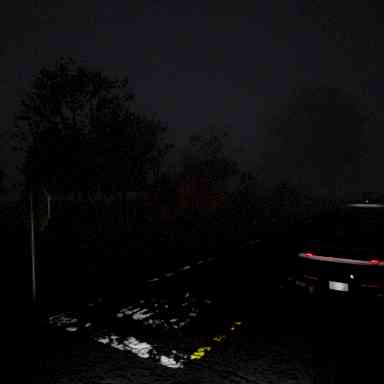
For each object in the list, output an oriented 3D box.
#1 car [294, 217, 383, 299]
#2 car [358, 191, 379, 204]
[{"bbox_3d":[3.799,1.329,7.655,2.128,1.511,4.902,0,1,33],"label":"car"},{"bbox_3d":[20.637,0.598,38.685,2.033,1.411,5.357,0,1,33],"label":"car"}]
